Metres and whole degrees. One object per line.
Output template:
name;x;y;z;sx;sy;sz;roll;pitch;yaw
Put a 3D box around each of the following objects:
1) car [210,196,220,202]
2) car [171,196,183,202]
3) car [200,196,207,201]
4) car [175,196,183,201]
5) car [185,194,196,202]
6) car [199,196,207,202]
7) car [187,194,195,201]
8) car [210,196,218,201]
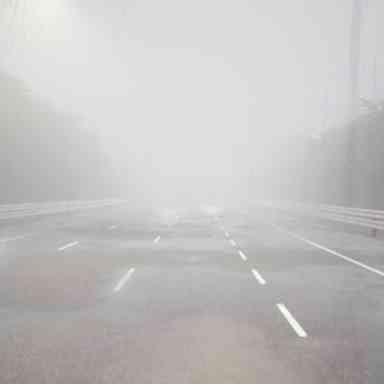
car;6.171;1.831;85.329;2.128;1.511;4.902;0;0;0
car;-4.205;1.803;83.744;2.128;1.511;4.902;0;0;3
car;3.325;1.826;94.657;1.994;1.385;4.181;0;-1;3
car;-3.706;1.750;94.161;1.812;1.442;4.674;0;-1;3
car;-0.669;1.813;84.409;1.812;1.442;4.674;0;0;3
car;2.925;1.836;86.321;1.812;1.442;4.674;0;0;3
car;-0.189;1.475;94.442;2.150;2.045;5.566;0;-1;3
car;6.213;1.871;94.546;1.895;1.301;4.718;0;-1;0
